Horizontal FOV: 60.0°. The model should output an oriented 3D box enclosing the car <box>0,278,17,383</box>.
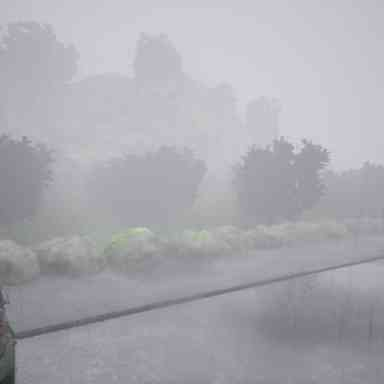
[{"bbox_3d":[-4.048,1.199,1.718,5.566,2.045,2.150,1,0,-36],"label":"car"}]
